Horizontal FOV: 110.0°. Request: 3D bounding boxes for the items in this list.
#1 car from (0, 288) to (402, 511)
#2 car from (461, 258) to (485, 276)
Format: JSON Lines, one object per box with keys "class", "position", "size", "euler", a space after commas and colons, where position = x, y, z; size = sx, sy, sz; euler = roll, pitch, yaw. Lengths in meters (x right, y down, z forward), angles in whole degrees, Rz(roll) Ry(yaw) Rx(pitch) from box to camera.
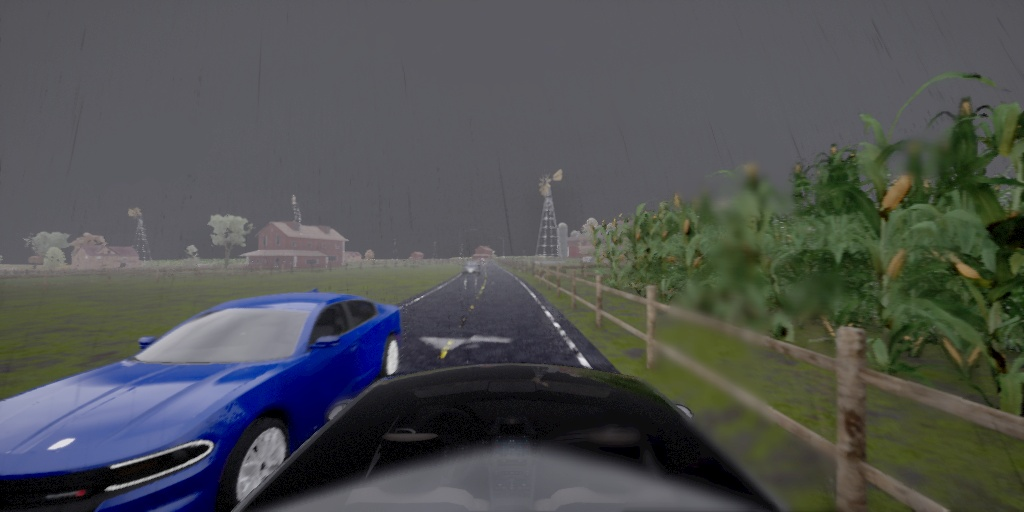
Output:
{"class": "car", "position": [-2.876, 1.232, 4.424], "size": [1.882, 1.535, 5.008], "euler": [0, 0, 0]}
{"class": "car", "position": [-4.188, 1.260, 37.420], "size": [2.128, 1.511, 4.902], "euler": [1, 0, -4]}
